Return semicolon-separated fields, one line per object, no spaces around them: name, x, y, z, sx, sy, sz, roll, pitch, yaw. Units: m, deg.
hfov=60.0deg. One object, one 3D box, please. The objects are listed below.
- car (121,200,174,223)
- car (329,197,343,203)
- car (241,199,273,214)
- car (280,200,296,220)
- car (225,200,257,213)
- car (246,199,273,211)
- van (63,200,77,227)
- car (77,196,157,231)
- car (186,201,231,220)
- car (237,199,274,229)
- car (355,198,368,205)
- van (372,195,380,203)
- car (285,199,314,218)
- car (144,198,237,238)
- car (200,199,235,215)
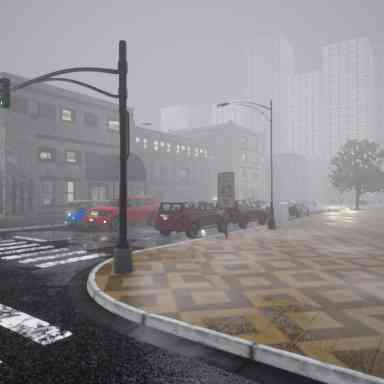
car;-3.543;1.531;27.173;1.967;1.590;4.097;-1;-1;35
car;34.796;1.915;81.249;2.008;1.369;4.403;-1;-1;35
car;7.581;1.639;38.355;1.837;1.490;4.892;0;0;36
car;6.490;1.616;26.834;1.887;1.381;4.507;-1;-1;35
car;6.042;1.701;40.691;2.008;1.369;4.403;-1;-1;35
car;9.237;1.722;45.198;2.008;1.369;4.403;-1;-1;35
van;-6.738;1.414;22.668;1.690;1.788;3.998;-1;0;35
car;-4.285;1.285;21.647;2.150;2.045;5.566;0;0;35
car;1.550;1.622;29.858;1.812;1.442;4.674;0;0;36
car;3.294;1.368;22.330;2.192;1.841;5.009;-1;-1;35
car;32.050;1.801;62.885;2.008;1.369;4.403;-1;-1;35
van;44.828;1.694;80.914;1.690;1.788;3.998;-1;-1;35
car;9.686;1.657;31.341;1.947;1.339;4.313;-1;-1;35
car;0.099;1.350;17.823;2.192;1.841;5.009;-1;-1;35
car;2.847;1.570;36.187;1.967;1.590;4.097;-1;-1;35
